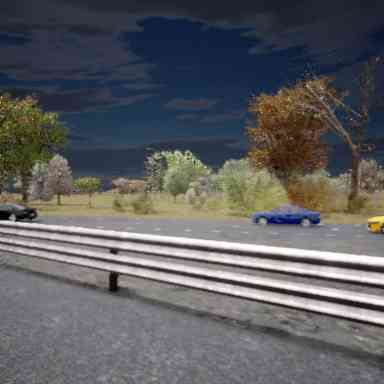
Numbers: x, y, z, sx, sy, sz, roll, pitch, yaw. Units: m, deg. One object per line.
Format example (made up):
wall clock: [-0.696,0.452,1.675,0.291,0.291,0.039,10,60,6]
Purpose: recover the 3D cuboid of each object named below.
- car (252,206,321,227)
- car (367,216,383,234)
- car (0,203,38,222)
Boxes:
car: [7.077,1.815,25.213,5.008,1.535,1.882,0,0,15]
car: [13.273,1.794,19.937,5.008,1.535,1.882,0,0,15]
car: [-15.301,1.680,27.568,5.008,1.535,1.882,0,0,15]
